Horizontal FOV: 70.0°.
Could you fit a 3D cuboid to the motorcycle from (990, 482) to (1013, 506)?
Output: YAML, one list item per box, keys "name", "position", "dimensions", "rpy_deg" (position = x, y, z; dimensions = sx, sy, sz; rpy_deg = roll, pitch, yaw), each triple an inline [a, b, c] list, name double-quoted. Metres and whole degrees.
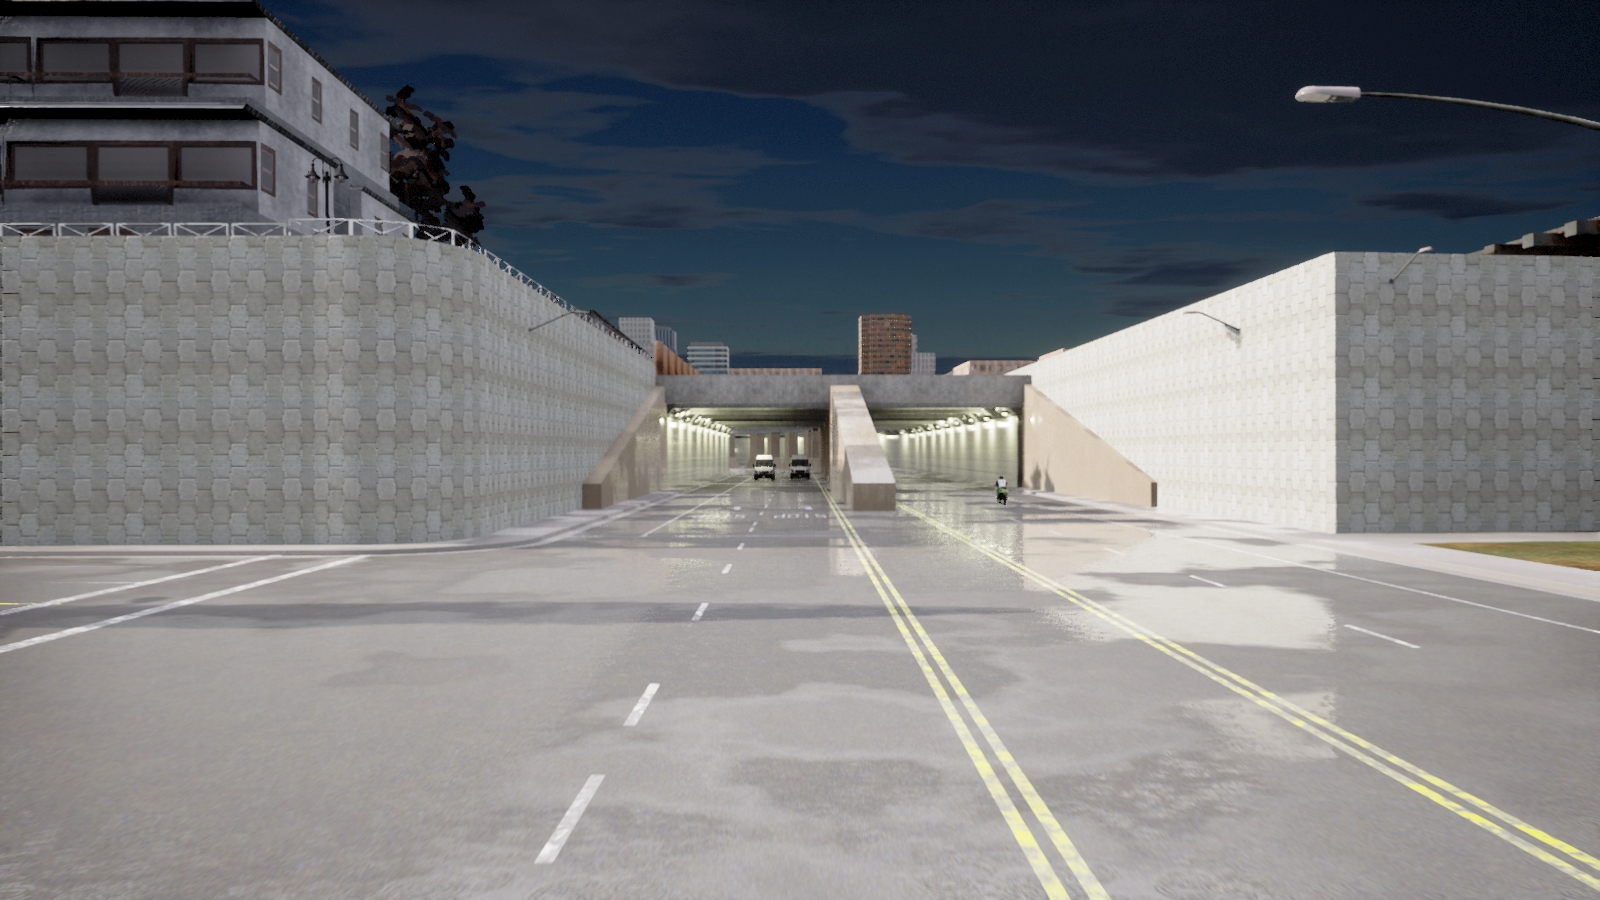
- name: "motorcycle"
  position: [10.483, 2.283, 59.497]
  dimensions: [0.803, 1.145, 2.033]
  rpy_deg: [0, 0, 0]
